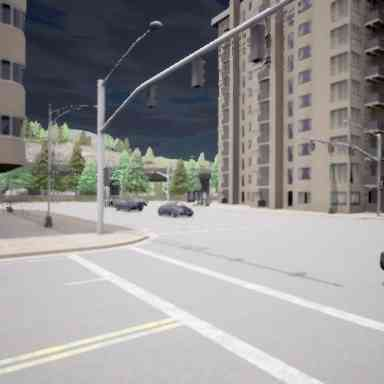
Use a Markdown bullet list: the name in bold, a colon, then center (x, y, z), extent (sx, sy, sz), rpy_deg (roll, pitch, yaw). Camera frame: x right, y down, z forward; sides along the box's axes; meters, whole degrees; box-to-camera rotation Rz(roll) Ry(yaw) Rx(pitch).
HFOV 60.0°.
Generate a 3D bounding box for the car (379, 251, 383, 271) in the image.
- **car**: center (6.970, 1.679, 8.721), extent (4.718, 1.301, 1.895), rpy_deg (0, 0, -35)

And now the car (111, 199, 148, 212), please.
- **car**: center (-7.630, 1.727, 40.328), extent (1.895, 1.301, 4.718), rpy_deg (1, 0, -36)

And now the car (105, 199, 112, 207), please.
- **car**: center (-12.140, 1.715, 52.556), extent (1.994, 1.385, 4.181), rpy_deg (1, 0, -39)

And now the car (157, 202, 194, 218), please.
- **car**: center (-1.606, 1.690, 32.035), extent (1.994, 1.385, 4.181), rpy_deg (1, 0, -36)
